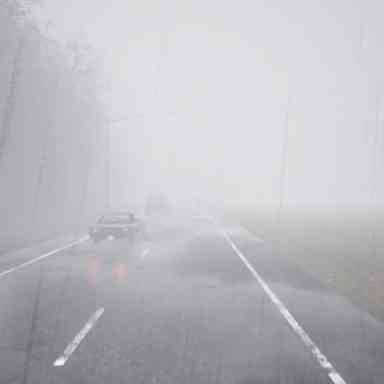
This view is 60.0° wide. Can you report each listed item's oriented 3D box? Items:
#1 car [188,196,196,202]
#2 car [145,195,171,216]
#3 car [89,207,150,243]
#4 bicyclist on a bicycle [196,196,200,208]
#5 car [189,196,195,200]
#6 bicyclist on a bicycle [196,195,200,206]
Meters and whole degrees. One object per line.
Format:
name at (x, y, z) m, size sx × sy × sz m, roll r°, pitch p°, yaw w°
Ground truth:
car at (0.008, 1.720, 77.402) m, size 1.994 × 1.385 × 4.181 m, roll 0°, pitch 0°, yaw 0°
car at (-3.399, 1.293, 33.513) m, size 2.150 × 2.045 × 5.566 m, roll 0°, pitch 0°, yaw 0°
car at (-3.398, 1.635, 16.139) m, size 1.895 × 1.301 × 4.718 m, roll 0°, pitch 0°, yaw 0°
bicyclist on a bicycle at (0.966, 1.557, 48.471) m, size 0.582 × 1.620 × 1.656 m, roll 0°, pitch -1°, yaw 0°
car at (0.008, 1.659, 93.552) m, size 1.895 × 1.301 × 4.718 m, roll 0°, pitch 0°, yaw 0°
bicyclist on a bicycle at (0.968, 1.496, 58.150) m, size 0.659 × 1.776 × 1.843 m, roll 0°, pitch 0°, yaw 0°
